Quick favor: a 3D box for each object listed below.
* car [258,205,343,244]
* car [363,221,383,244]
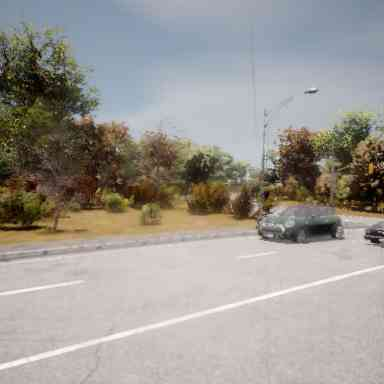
[{"bbox_3d":[5.395,1.436,16.398,4.553,1.767,2.097,1,-1,-35],"label":"car"},{"bbox_3d":[10.187,1.707,15.490,5.357,1.411,2.033,2,-1,-35],"label":"car"}]
